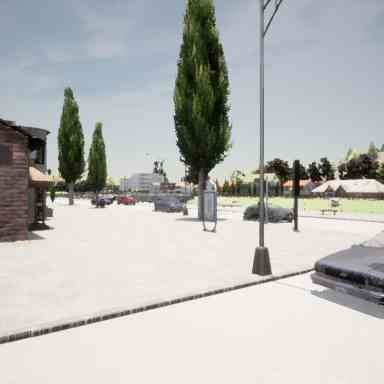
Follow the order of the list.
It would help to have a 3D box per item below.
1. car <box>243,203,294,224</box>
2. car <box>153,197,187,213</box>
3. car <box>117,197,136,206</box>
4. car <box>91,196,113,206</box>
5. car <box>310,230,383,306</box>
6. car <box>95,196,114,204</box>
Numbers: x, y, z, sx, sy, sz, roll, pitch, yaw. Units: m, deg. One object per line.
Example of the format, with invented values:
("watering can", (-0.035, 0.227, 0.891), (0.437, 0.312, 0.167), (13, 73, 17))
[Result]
("car", (5.841, 1.563, 25.272), (1.994, 1.385, 4.181), (0, 0, -36))
("car", (-2.460, 1.352, 36.821), (2.097, 1.767, 4.553), (0, 0, -36))
("car", (-10.938, 1.526, 55.800), (1.812, 1.442, 4.674), (0, 0, -36))
("car", (-14.897, 1.547, 54.281), (2.033, 1.411, 5.357), (0, 0, -36))
("car", (5.317, 1.547, 7.749), (5.357, 1.411, 2.033), (0, 0, -27))
("car", (-16.897, 1.478, 64.089), (1.882, 1.535, 5.008), (0, 0, -36))
